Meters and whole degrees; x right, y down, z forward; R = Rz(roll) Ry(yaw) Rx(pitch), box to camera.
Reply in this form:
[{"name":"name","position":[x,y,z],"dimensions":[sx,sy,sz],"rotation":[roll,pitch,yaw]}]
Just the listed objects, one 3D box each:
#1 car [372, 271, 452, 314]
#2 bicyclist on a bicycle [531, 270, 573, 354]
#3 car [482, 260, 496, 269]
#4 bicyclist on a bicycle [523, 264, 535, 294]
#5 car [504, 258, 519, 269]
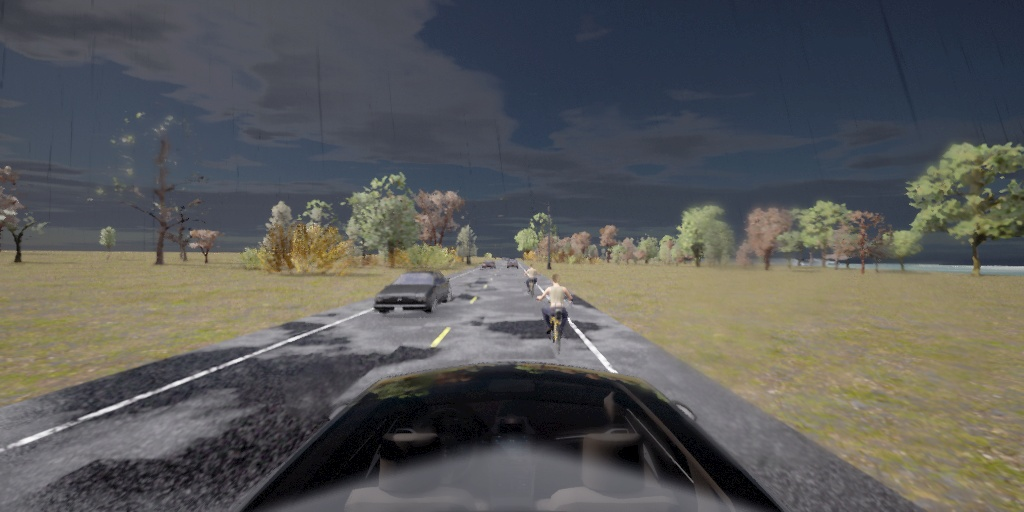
[{"name":"car","position":[-3.601,1.301,14.047],"dimensions":[2.033,1.411,5.357],"rotation":[0,0,0]},{"name":"bicyclist on a bicycle","position":[0.946,1.188,7.804],"dimensions":[0.866,1.612,1.509],"rotation":[0,0,0]},{"name":"car","position":[-3.576,1.330,55.696],"dimensions":[1.994,1.385,4.181],"rotation":[0,0,0]},{"name":"bicyclist on a bicycle","position":[0.979,1.192,17.882],"dimensions":[0.866,1.612,1.509],"rotation":[0,0,0]},{"name":"car","position":[0.104,1.314,58.931],"dimensions":[2.033,1.411,5.357],"rotation":[0,0,0]}]
